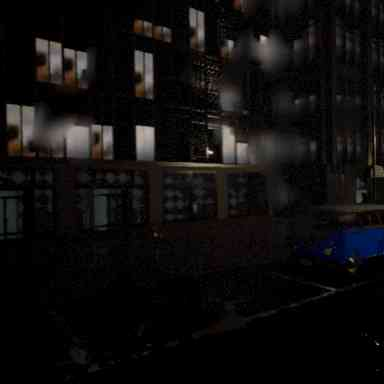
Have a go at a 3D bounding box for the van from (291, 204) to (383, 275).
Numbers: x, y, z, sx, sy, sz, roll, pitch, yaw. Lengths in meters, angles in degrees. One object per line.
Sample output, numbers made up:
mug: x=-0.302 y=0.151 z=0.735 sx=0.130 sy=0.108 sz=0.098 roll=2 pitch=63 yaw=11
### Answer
van: x=4.677 y=1.279 z=9.909 sx=3.998 sy=1.788 sz=1.690 roll=0 pitch=-1 yaw=-35
